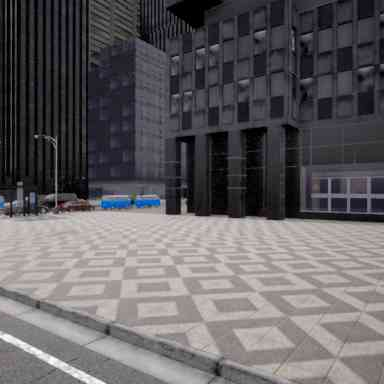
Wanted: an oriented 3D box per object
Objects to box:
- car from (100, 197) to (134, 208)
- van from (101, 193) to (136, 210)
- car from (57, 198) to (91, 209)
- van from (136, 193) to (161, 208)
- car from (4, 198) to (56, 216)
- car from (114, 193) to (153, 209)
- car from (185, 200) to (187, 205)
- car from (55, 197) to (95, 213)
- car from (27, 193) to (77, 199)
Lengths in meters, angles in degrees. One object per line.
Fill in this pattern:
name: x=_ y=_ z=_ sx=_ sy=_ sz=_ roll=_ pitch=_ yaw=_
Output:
car: x=-10.981 y=1.476 z=48.912 sx=1.837 sy=1.490 sz=4.892 roll=0 pitch=0 yaw=36
van: x=-9.336 y=1.331 z=41.135 sx=1.690 sy=1.788 sz=3.998 roll=0 pitch=0 yaw=35
car: x=-16.281 y=1.547 z=46.081 sx=1.802 sy=1.307 sz=4.206 roll=0 pitch=0 yaw=35
van: x=-6.042 y=1.328 z=45.759 sx=1.690 sy=1.788 sz=3.998 roll=0 pitch=0 yaw=35
car: x=-15.925 y=1.548 z=31.887 sx=2.008 sy=1.369 sz=4.403 roll=0 pitch=0 yaw=35
car: x=-8.227 y=1.201 z=47.283 sx=2.150 sy=2.045 sz=5.566 roll=0 pitch=0 yaw=35
car: x=0.545 y=1.568 z=55.008 sx=1.802 sy=1.307 sz=4.206 roll=0 pitch=0 yaw=35
car: x=-12.631 y=1.575 z=36.511 sx=1.802 sy=1.307 sz=4.206 roll=0 pitch=0 yaw=35
car: x=-16.673 y=1.197 z=40.934 sx=2.150 sy=2.045 sz=5.566 roll=0 pitch=0 yaw=35
